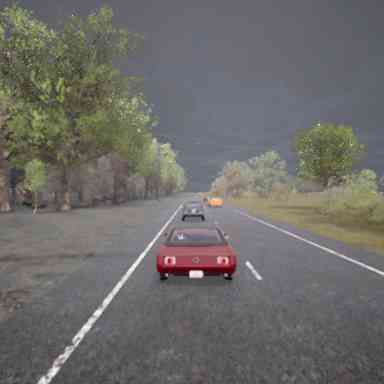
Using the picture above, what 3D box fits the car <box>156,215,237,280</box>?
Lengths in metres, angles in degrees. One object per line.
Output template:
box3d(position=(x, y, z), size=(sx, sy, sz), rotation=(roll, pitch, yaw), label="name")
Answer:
box3d(position=(0.103, 1.598, 9.845), size=(1.895, 1.301, 4.718), rotation=(0, 0, 0), label="car")

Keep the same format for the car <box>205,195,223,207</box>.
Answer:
box3d(position=(3.615, 1.341, 52.584), size=(2.097, 1.767, 4.553), rotation=(0, 0, 0), label="car")

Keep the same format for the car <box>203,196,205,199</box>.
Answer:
box3d(position=(3.522, 1.342, 72.857), size=(2.097, 1.767, 4.553), rotation=(0, 0, 0), label="car")

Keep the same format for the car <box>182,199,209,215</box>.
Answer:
box3d(position=(0.107, 1.540, 27.941), size=(2.033, 1.411, 5.357), rotation=(0, 0, 0), label="car")
